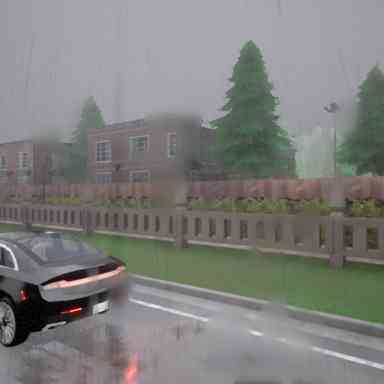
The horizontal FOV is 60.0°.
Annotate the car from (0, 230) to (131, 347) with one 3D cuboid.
[{"bbox_3d":[-3.318,1.491,6.340,4.902,1.511,2.128,0,0,36],"label":"car"}]
